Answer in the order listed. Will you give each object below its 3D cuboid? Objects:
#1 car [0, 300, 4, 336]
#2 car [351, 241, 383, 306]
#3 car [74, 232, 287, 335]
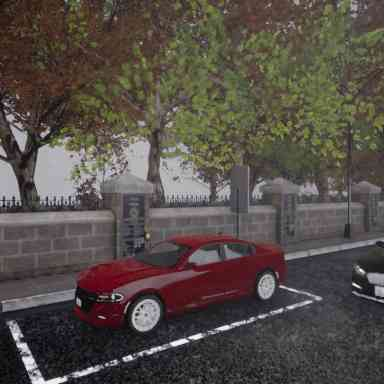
[{"bbox_3d":[-4.490,1.551,3.449,4.403,1.369,2.008,0,0,-36],"label":"car"},{"bbox_3d":[5.385,1.494,7.172,4.902,1.511,2.128,0,0,-35],"label":"car"},{"bbox_3d":[-0.012,1.545,6.711,4.507,1.381,1.887,0,0,-36],"label":"car"}]
